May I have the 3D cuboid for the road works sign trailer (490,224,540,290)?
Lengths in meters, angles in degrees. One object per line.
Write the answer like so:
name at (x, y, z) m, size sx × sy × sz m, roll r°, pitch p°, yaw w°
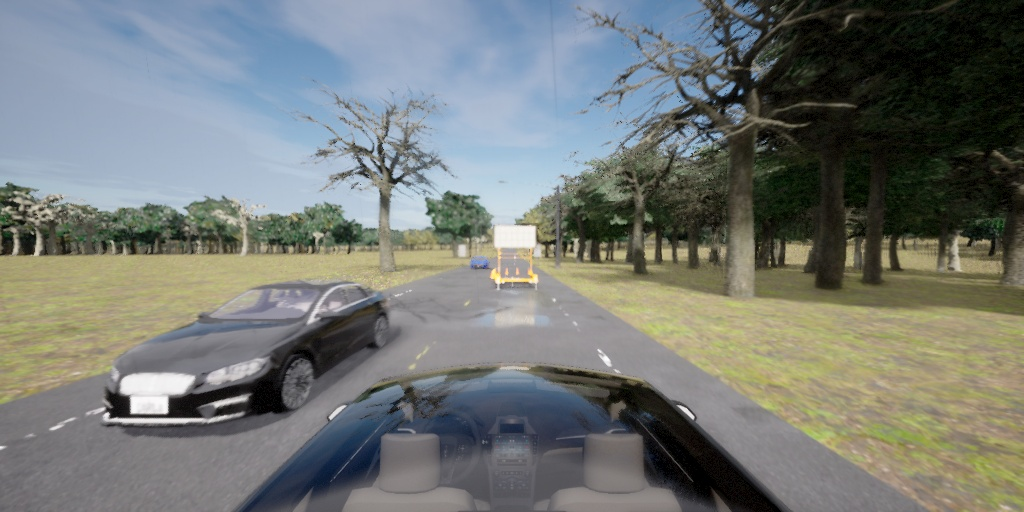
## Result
road works sign trailer at (0.162, -0.016, 20.188) m, size 2.380 × 3.560 × 2.880 m, roll 0°, pitch 0°, yaw -5°

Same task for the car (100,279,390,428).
car at (-3.593, 1.187, 6.003) m, size 2.128 × 1.511 × 4.902 m, roll 0°, pitch 1°, yaw 0°

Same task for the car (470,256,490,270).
car at (-3.563, 0.773, 40.522) m, size 1.882 × 1.535 × 5.008 m, roll 0°, pitch 1°, yaw 0°
